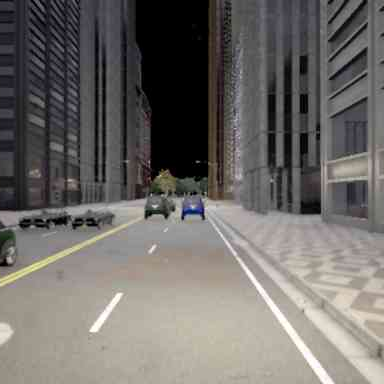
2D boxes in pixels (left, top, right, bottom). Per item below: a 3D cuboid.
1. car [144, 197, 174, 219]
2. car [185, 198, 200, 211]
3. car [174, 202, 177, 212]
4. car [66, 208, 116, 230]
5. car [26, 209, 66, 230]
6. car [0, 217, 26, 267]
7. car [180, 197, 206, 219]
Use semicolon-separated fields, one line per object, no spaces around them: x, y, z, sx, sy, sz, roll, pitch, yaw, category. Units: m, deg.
-3.251;1.462;31.904;2.150;2.045;5.566;0;0;0;car
0.080;1.716;47.549;2.097;1.767;4.553;0;-1;1;car
-3.222;1.695;44.927;2.097;1.767;4.553;0;-1;1;car
-6.587;1.770;22.592;1.895;1.301;4.718;0;0;0;car
-9.751;1.821;22.553;1.895;1.301;4.718;0;0;0;car
-6.596;1.418;8.674;2.097;1.767;4.553;0;-1;0;car
0.099;1.460;31.428;2.150;2.045;5.566;0;0;0;car
